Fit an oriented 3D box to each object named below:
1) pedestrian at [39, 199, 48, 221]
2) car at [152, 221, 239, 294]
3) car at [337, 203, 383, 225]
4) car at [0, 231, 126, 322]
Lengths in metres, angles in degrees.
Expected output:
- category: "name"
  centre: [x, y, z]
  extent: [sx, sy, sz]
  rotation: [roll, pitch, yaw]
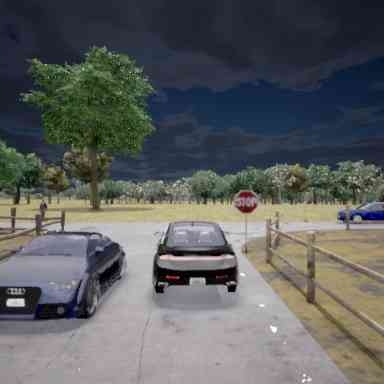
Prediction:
- category: "pedestrian"
  centre: [-12.136, 1.458, 27.020]
  extent: [0.375, 1.860, 0.375]
  rotation: [0, -2, 0]
- category: "car"
  centre: [0.022, 1.513, 8.840]
  extent: [2.128, 1.511, 4.902]
  rotation: [0, 0, -2]
- category: "car"
  centre: [13.100, 1.505, 23.965]
  extent: [5.008, 1.535, 1.882]
  rotation: [0, -2, 0]
- category: "car"
  centre: [-2.770, 1.580, 7.285]
  extent: [1.994, 1.385, 4.181]
  rotation: [0, 0, 1]
